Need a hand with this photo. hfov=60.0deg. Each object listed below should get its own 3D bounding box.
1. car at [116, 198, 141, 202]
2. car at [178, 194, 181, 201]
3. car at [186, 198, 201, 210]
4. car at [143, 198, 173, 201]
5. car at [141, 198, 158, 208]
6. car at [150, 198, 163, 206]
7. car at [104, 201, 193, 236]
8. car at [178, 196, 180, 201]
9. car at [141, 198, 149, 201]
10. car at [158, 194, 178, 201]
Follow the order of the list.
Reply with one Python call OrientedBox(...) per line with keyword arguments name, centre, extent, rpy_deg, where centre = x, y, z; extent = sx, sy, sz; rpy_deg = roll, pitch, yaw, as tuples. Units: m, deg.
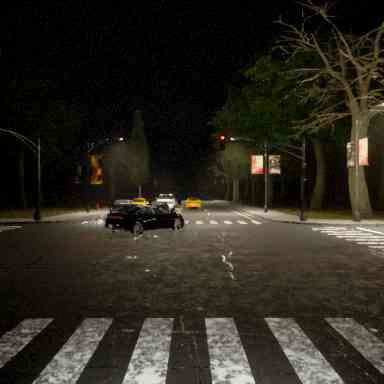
OrientedBox(name="car", centre=(-6.533, 1.510, 31.612), extent=(2.128, 1.511, 4.902), rpy_deg=(0, 0, 0))
OrientedBox(name="car", centre=(-3.176, 1.406, 62.470), extent=(2.150, 2.045, 5.566), rpy_deg=(0, 0, 1))
OrientedBox(name="car", centre=(0.189, 1.538, 44.835), extent=(1.882, 1.535, 5.008), rpy_deg=(0, 0, 0))
OrientedBox(name="car", centre=(-3.272, 1.584, 32.249), extent=(1.994, 1.385, 4.181), rpy_deg=(0, 0, 1))
OrientedBox(name="car", centre=(-6.498, 1.662, 51.157), extent=(1.994, 1.385, 4.181), rpy_deg=(0, 0, -1))
OrientedBox(name="car", centre=(-6.440, 1.775, 61.215), extent=(1.895, 1.301, 4.718), rpy_deg=(0, 0, 0))
OrientedBox(name="car", centre=(-2.485, 1.475, 18.380), extent=(2.128, 1.511, 4.902), rpy_deg=(1, 0, 41))
OrientedBox(name="car", centre=(-3.243, 1.704, 51.857), extent=(1.895, 1.301, 4.718), rpy_deg=(0, 0, 0))
OrientedBox(name="car", centre=(-6.512, 1.521, 41.111), extent=(1.882, 1.535, 5.008), rpy_deg=(0, 0, 0))
OrientedBox(name="car", centre=(-3.262, 1.267, 41.606), extent=(2.150, 2.045, 5.566), rpy_deg=(0, 0, 0))
